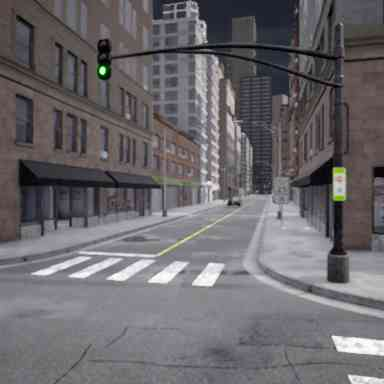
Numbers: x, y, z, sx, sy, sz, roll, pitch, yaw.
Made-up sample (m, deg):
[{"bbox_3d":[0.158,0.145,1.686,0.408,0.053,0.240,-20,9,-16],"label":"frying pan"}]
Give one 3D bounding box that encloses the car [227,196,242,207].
[{"bbox_3d":[6.589,1.437,51.086,1.882,1.535,5.008,0,0,13],"label":"car"}]
